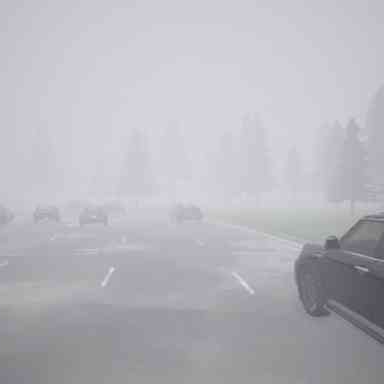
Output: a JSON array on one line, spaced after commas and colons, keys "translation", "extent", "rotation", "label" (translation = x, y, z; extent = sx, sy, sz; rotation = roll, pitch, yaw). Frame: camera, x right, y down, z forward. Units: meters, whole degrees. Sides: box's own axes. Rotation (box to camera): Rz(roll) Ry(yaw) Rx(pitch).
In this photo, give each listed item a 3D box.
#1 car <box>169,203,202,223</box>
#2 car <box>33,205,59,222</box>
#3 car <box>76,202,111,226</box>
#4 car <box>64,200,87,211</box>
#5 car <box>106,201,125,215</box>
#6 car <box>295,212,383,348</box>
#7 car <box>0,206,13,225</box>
[{"translation": [-0.600, 1.661, 27.055], "extent": [2.128, 1.511, 4.902], "rotation": [0, 0, -15], "label": "car"}, {"translation": [-12.237, 1.781, 28.002], "extent": [1.895, 1.301, 4.718], "rotation": [0, 0, -23], "label": "car"}, {"translation": [-7.515, 1.725, 25.208], "extent": [1.994, 1.385, 4.181], "rotation": [0, 0, -18], "label": "car"}, {"translation": [-15.469, 1.764, 44.759], "extent": [5.008, 1.535, 1.882], "rotation": [0, 0, 44], "label": "car"}, {"translation": [-8.892, 1.724, 36.697], "extent": [2.128, 1.511, 4.902], "rotation": [0, 0, -31], "label": "car"}, {"translation": [3.340, 1.246, 4.473], "extent": [2.150, 2.045, 5.566], "rotation": [0, -1, -5], "label": "car"}, {"translation": [-14.891, 1.728, 25.162], "extent": [1.994, 1.385, 4.181], "rotation": [0, 0, -20], "label": "car"}]
